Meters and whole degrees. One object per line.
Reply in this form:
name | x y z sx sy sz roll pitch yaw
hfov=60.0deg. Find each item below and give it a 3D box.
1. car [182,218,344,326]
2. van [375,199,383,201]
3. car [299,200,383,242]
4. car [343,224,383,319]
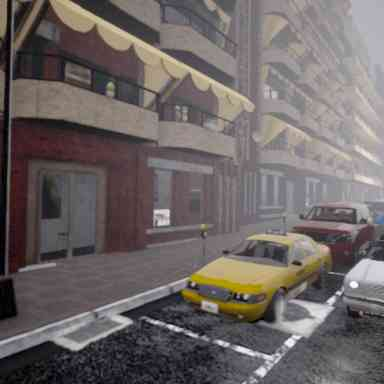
car | 1.729 1.527 7.270 1.752 1.417 4.829 2 1 37
van | 11.737 1.360 20.715 1.690 1.788 3.998 2 1 37
car | 5.137 1.321 11.841 2.192 1.841 5.009 2 1 37
car | 4.512 1.605 6.746 1.895 1.301 4.718 0 0 37
